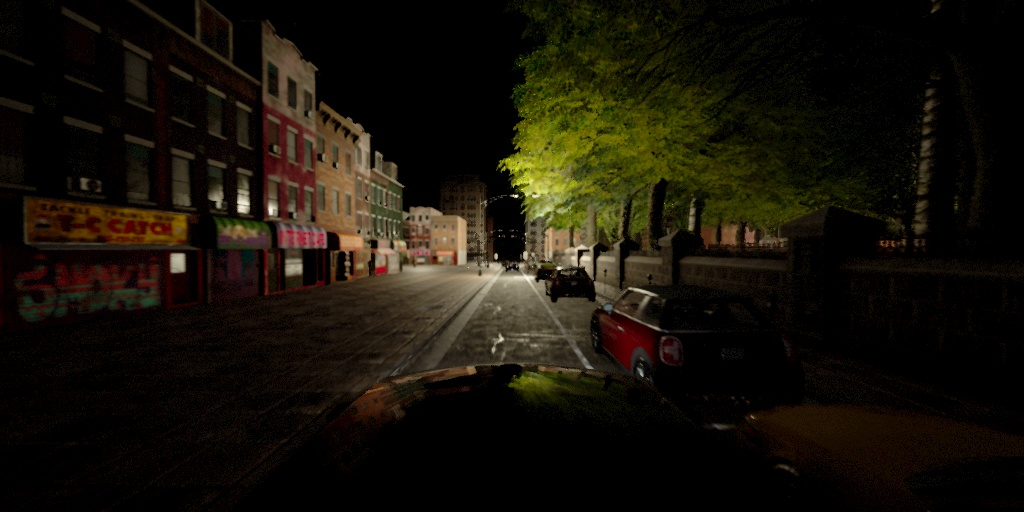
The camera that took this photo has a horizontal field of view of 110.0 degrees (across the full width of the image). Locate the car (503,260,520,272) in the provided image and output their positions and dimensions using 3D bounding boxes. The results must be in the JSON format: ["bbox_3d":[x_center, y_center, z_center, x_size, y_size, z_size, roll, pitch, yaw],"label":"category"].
[{"bbox_3d":[0.071,1.468,49.091,1.895,1.301,4.718,0,0,0],"label":"car"}]

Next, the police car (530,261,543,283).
[{"bbox_3d":[2.755,1.220,28.888,1.930,1.638,5.238,0,0,0],"label":"police car"}]

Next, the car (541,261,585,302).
[{"bbox_3d":[2.639,1.207,17.082,1.967,1.591,4.097,0,0,0],"label":"car"}]

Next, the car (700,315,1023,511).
[{"bbox_3d":[2.637,1.275,0.902,1.751,1.417,4.829,0,0,0],"label":"car"}]

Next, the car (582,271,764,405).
[{"bbox_3d":[2.637,1.193,6.183,1.967,1.591,4.097,0,0,0],"label":"car"}]

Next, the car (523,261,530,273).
[{"bbox_3d":[2.644,1.398,44.332,2.007,1.370,4.403,0,0,0],"label":"car"}]

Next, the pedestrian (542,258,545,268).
[{"bbox_3d":[2.755,1.097,31.879,0.375,1.860,0.375,-1,1,0],"label":"pedestrian"}]

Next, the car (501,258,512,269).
[{"bbox_3d":[-0.392,1.470,62.197,1.837,1.490,4.892,1,-1,-22],"label":"car"}]
